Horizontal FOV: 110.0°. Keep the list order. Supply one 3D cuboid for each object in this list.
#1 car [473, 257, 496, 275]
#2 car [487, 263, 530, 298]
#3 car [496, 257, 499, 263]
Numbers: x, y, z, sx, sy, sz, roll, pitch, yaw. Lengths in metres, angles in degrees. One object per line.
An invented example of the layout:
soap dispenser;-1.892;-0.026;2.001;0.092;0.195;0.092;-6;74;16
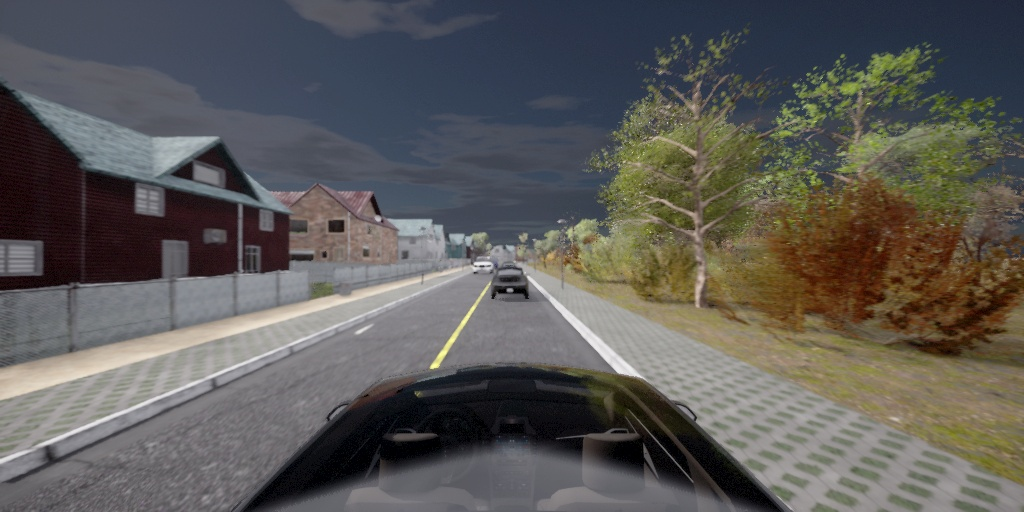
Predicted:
car;-3.313;1.096;41.946;2.150;2.045;5.566;-1;0;0
car;-0.113;1.297;18.634;1.837;1.490;4.892;-1;0;-1
car;-3.478;1.137;61.893;2.150;2.045;5.566;-1;0;-1
